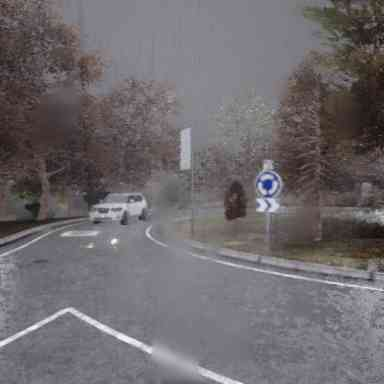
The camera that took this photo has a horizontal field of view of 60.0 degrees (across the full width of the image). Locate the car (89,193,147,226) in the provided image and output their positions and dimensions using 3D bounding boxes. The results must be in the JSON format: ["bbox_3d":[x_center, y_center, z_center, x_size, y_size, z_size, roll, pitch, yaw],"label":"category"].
[{"bbox_3d":[-4.794,1.069,22.542,2.150,2.045,5.566,0,0,12],"label":"car"}]
